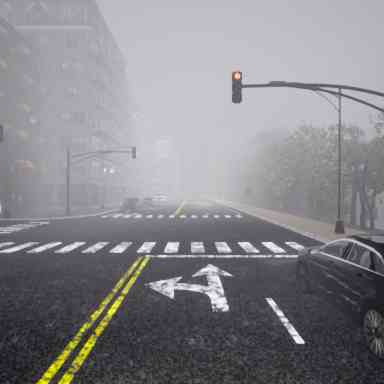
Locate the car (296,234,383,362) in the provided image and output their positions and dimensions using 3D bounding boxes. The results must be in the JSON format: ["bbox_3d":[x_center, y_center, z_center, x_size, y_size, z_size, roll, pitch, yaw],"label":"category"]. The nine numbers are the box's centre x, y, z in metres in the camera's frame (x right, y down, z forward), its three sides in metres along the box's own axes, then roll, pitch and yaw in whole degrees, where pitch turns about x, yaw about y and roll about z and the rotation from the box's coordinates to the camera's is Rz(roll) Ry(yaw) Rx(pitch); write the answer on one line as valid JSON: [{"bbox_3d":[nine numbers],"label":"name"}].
[{"bbox_3d":[3.346,1.491,5.862,2.128,1.511,4.902,0,0,-1],"label":"car"}]

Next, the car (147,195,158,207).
[{"bbox_3d":[-6.640,1.536,50.038,1.812,1.442,4.674,0,0,0],"label":"car"}]

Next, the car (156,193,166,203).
[{"bbox_3d":[-6.567,1.245,69.183,2.150,2.045,5.566,0,0,0],"label":"car"}]

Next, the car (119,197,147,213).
[{"bbox_3d":[-6.633,1.356,37.012,2.097,1.767,4.553,0,0,0],"label":"car"}]
